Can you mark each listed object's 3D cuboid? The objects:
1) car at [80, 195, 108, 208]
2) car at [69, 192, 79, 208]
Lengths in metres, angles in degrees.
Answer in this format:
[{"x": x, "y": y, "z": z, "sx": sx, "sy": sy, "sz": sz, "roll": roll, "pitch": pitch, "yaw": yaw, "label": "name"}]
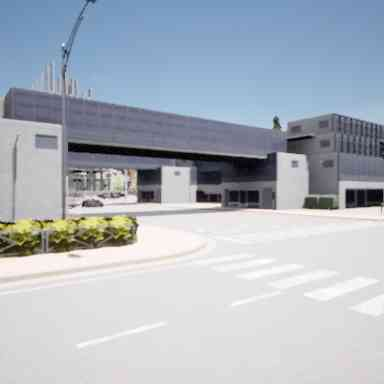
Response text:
[{"x": -13.828, "y": 1.519, "z": 46.238, "sx": 1.994, "sy": 1.385, "sz": 4.181, "roll": 0, "pitch": 0, "yaw": -36, "label": "car"}, {"x": -17.735, "y": 1.189, "z": 45.679, "sx": 2.150, "sy": 2.045, "sz": 5.566, "roll": 0, "pitch": 0, "yaw": -35, "label": "car"}]
